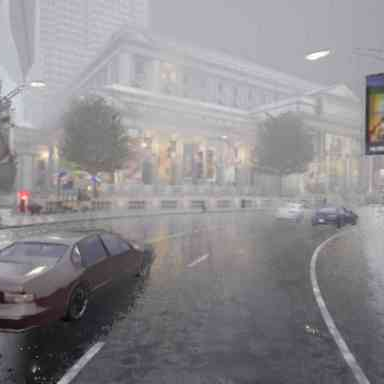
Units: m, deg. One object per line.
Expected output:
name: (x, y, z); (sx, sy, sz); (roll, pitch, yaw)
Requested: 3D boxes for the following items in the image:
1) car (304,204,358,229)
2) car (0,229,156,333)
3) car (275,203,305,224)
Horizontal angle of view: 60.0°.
car: (9.559, 1.616, 22.284); (1.812, 1.442, 4.674); (0, 0, 42)
car: (-2.474, 1.510, 7.167); (2.033, 1.411, 5.357); (1, 0, 13)
car: (8.229, 1.597, 25.854); (1.812, 1.442, 4.674); (0, 0, 45)
